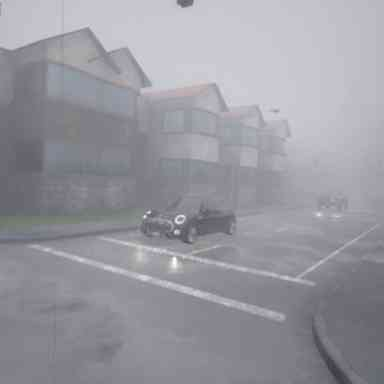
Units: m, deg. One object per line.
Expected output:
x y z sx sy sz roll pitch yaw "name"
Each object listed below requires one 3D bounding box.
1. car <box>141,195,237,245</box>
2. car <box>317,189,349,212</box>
0.033 0.922 13.664 2.097 1.767 4.553 4 2 35 "car"
14.509 0.695 34.049 2.150 2.045 5.566 4 3 35 "car"
